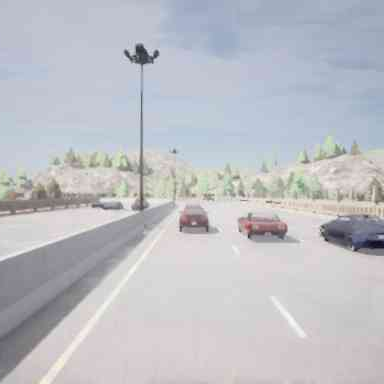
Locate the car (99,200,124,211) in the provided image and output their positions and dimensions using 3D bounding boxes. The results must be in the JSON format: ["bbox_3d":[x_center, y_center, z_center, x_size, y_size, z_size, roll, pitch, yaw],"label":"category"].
[{"bbox_3d":[-10.550,1.857,45.179,2.033,1.411,5.357,0,0,0],"label":"car"}]

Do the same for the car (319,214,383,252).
[{"bbox_3d":[7.109,1.649,14.351,1.994,1.385,4.181,0,0,0],"label":"car"}]

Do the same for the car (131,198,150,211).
[{"bbox_3d":[-7.047,1.667,45.895,2.097,1.767,4.553,0,0,0],"label":"car"}]

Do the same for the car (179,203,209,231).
[{"bbox_3d":[0.128,1.655,21.420,1.812,1.442,4.674,0,0,0],"label":"car"}]

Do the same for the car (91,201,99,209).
[{"bbox_3d":[-14.036,1.964,51.383,1.895,1.301,4.718,0,-1,0],"label":"car"}]

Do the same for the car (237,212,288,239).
[{"bbox_3d":[3.611,1.709,17.930,1.895,1.301,4.718,0,0,0],"label":"car"}]
